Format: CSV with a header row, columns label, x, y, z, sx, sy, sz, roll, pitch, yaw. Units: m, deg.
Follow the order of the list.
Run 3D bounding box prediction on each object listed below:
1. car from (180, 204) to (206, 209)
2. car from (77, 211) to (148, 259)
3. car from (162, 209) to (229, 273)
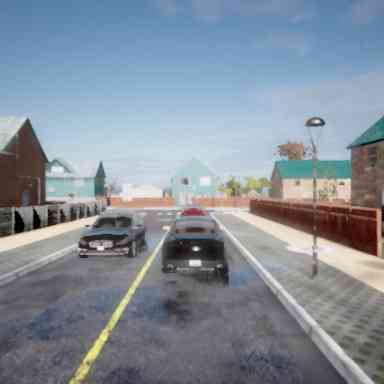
label,x,y,z,sx,sy,sz,roll,pitch,yaw
car,0.083,1.610,25.186,1.812,1.442,4.674,0,0,0
car,-2.850,1.534,12.811,1.837,1.490,4.892,0,0,0
car,0.088,1.529,10.762,1.837,1.490,4.892,0,0,0
